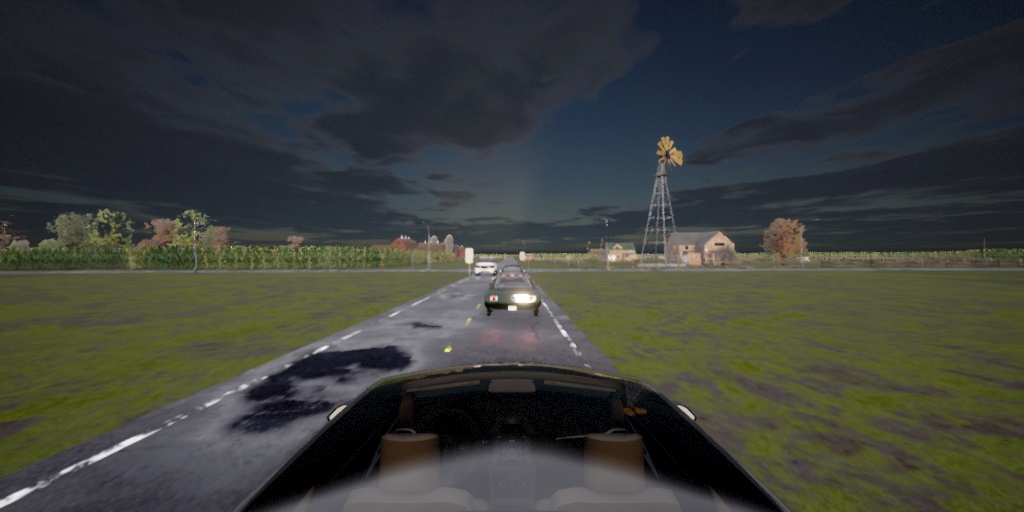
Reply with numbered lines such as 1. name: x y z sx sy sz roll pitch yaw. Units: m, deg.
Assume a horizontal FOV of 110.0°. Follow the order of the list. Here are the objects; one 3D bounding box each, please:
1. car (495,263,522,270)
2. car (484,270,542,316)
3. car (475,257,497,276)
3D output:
1. car: 0.023 1.395 27.132 2.033 1.411 5.357 0 0 1
2. car: 0.040 1.399 13.700 1.895 1.301 4.718 0 0 1
3. car: -2.781 1.113 39.320 2.150 2.045 5.566 0 0 0
